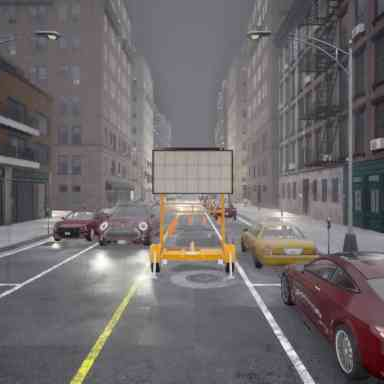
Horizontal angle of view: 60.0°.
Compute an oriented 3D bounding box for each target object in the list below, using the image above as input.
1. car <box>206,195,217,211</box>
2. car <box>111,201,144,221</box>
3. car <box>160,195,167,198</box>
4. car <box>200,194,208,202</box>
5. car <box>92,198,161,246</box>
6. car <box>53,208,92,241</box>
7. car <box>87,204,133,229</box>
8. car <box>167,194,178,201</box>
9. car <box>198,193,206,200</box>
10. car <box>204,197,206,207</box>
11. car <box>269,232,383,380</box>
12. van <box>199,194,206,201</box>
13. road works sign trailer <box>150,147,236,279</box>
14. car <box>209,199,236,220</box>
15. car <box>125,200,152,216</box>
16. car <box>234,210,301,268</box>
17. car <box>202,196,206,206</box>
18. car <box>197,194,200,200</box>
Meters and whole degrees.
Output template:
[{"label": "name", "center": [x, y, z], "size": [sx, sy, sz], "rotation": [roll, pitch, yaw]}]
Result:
[{"label": "car", "center": [2.706, 1.436, 33.595], "size": [1.967, 1.590, 4.097], "rotation": [0, 0, 0]}, {"label": "car", "center": [-5.331, 1.542, 27.929], "size": [1.887, 1.381, 4.507], "rotation": [0, 0, 0]}, {"label": "car", "center": [-5.284, 1.433, 50.658], "size": [1.967, 1.590, 4.097], "rotation": [0, 0, 0]}, {"label": "car", "center": [2.741, 1.308, 50.642], "size": [2.192, 1.841, 5.009], "rotation": [0, 0, 0]}, {"label": "car", "center": [-2.718, 1.351, 15.122], "size": [2.097, 1.767, 4.553], "rotation": [0, 0, 0]}, {"label": "car", "center": [-5.354, 1.543, 16.564], "size": [1.887, 1.381, 4.507], "rotation": [0, 0, 0]}, {"label": "car", "center": [-5.342, 1.549, 22.246], "size": [2.008, 1.369, 4.403], "rotation": [0, 0, 0]}, {"label": "car", "center": [-5.248, 1.299, 83.217], "size": [2.192, 1.841, 5.009], "rotation": [0, 0, 0]}, {"label": "car", "center": [2.880, 1.296, 94.209], "size": [2.192, 1.841, 5.009], "rotation": [0, 0, 0]}, {"label": "car", "center": [2.718, 1.540, 39.277], "size": [1.887, 1.381, 4.507], "rotation": [0, 0, 0]}, {"label": "car", "center": [2.648, 1.582, 5.183], "size": [1.802, 1.307, 4.206], "rotation": [0, 0, 0]}, {"label": "van", "center": [2.874, 1.324, 88.705], "size": [1.690, 1.788, 3.998], "rotation": [0, 0, 0]}, {"label": "road works sign trailer", "center": [0.021, 0.464, 10.058], "size": [2.380, 3.560, 2.880], "rotation": [0, 0, 0]}, {"label": "car", "center": [2.694, 1.542, 27.913], "size": [1.887, 1.381, 4.507], "rotation": [0, 0, 0]}, {"label": "car", "center": [-5.319, 1.562, 33.611], "size": [1.947, 1.339, 4.313], "rotation": [0, 0, 0]}, {"label": "car", "center": [2.660, 1.525, 11.036], "size": [1.752, 1.417, 4.829], "rotation": [0, 0, 0]}, {"label": "car", "center": [2.729, 1.545, 44.960], "size": [2.008, 1.369, 4.403], "rotation": [0, 0, 0]}, {"label": "car", "center": [2.860, 1.301, 77.698], "size": [2.192, 1.841, 5.009], "rotation": [0, 0, 0]}]
